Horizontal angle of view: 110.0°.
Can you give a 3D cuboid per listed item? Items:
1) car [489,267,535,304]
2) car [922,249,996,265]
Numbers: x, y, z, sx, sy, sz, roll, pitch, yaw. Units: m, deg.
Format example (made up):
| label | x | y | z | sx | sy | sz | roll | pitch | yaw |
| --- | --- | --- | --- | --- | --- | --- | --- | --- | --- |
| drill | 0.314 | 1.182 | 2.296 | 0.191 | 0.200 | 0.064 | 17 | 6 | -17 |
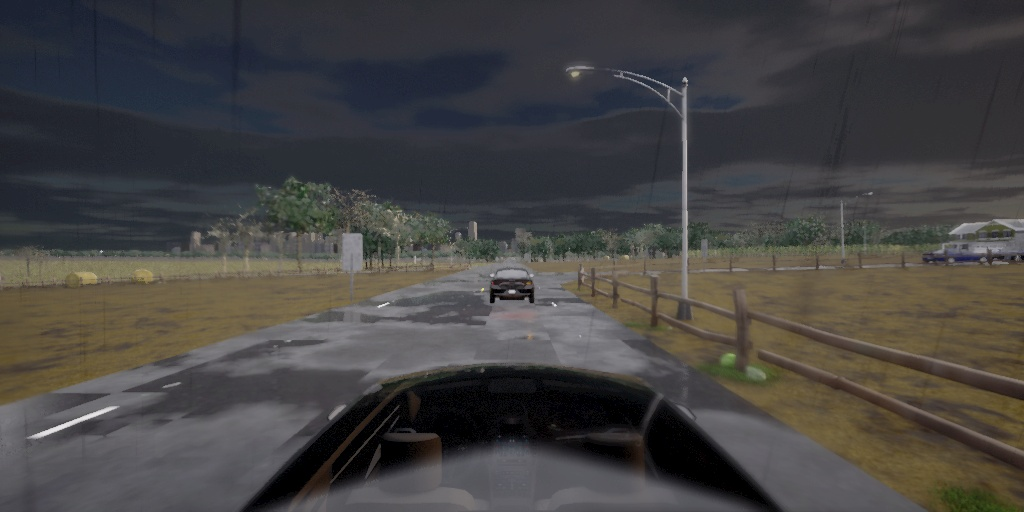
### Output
| label | x | y | z | sx | sy | sz | roll | pitch | yaw |
| --- | --- | --- | --- | --- | --- | --- | --- | --- | --- |
| car | 0.000 | 1.248 | 16.501 | 1.882 | 1.535 | 5.008 | 0 | 0 | 0 |
| car | 43.484 | 0.026 | 35.217 | 5.008 | 1.535 | 1.882 | -1 | 0 | 0 |
